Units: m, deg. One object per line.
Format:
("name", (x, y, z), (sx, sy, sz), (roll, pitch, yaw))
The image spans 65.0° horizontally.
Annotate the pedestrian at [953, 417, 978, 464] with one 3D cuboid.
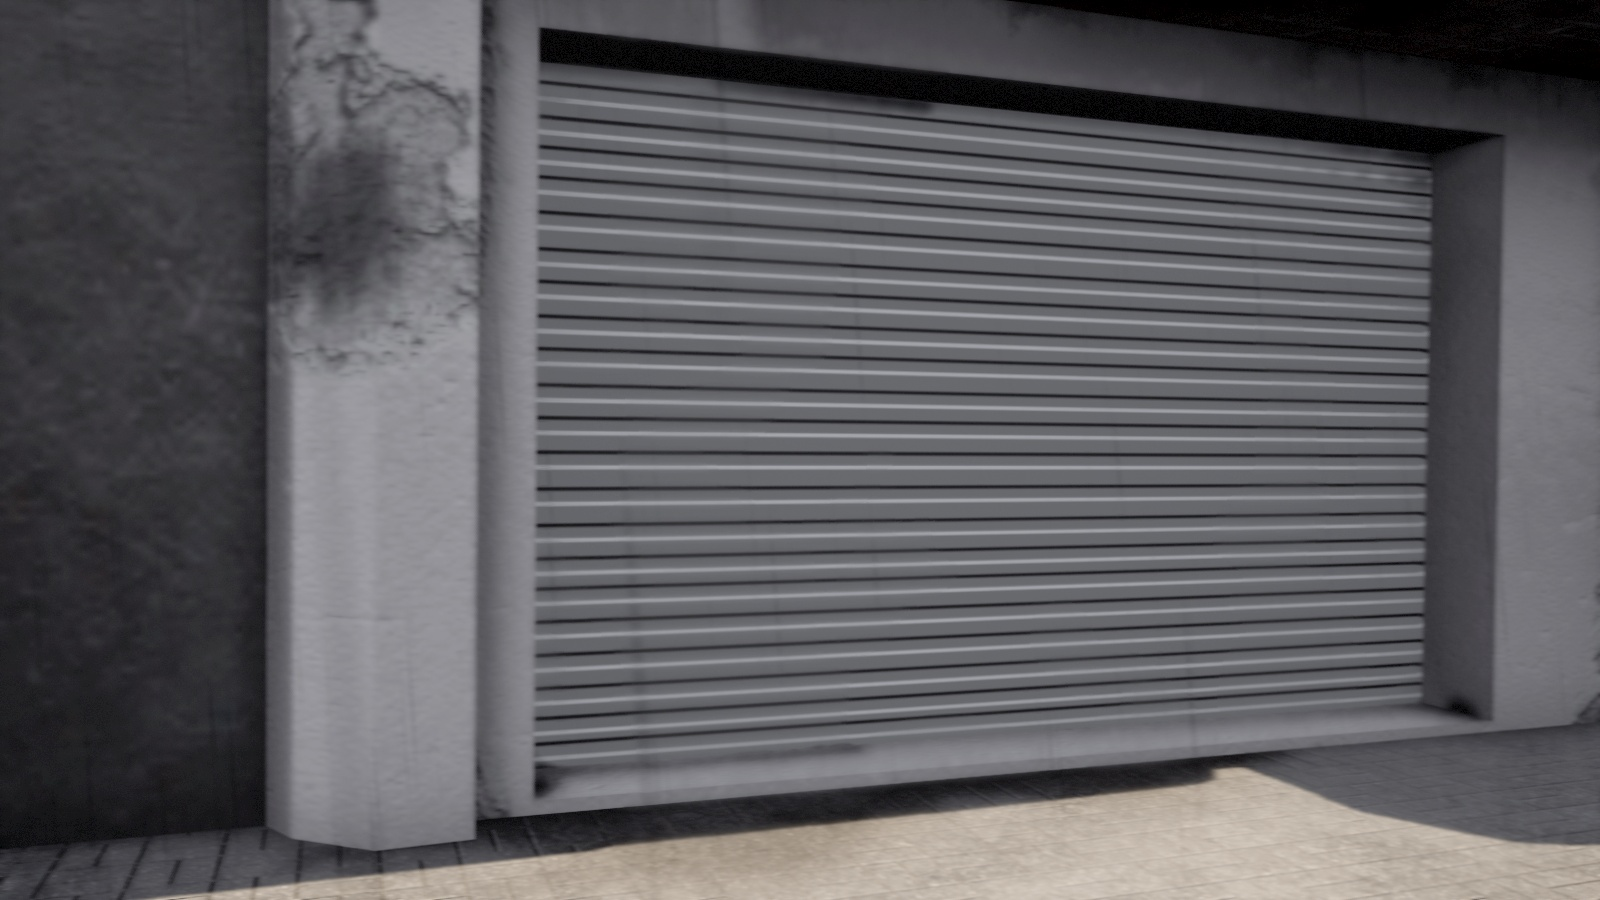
("pedestrian", (6.972, -0.420, 52.928), (0.659, 1.952, 0.873), (-1, 1, -21))
